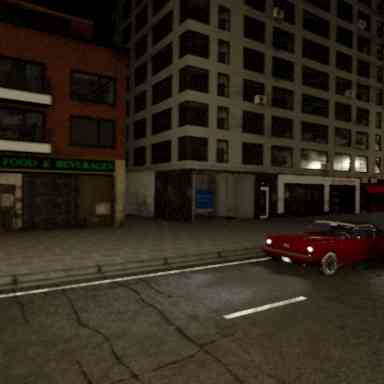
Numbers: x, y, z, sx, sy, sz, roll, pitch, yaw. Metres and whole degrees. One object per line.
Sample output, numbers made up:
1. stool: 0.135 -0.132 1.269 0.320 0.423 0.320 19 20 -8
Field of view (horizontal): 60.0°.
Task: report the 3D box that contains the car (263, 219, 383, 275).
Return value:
1. car: 4.458 1.549 10.304 4.718 1.301 1.895 0 1 -32
